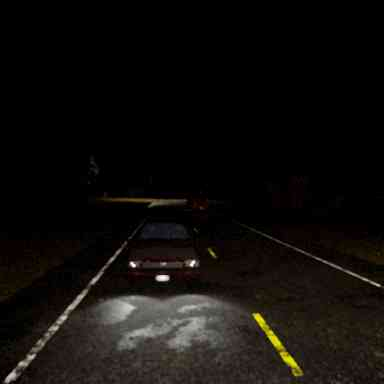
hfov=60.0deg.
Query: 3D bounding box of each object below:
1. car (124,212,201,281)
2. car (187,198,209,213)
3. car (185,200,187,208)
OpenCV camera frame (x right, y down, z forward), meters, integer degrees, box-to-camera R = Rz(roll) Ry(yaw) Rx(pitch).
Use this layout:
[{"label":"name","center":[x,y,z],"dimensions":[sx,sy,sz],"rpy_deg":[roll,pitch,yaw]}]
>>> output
[{"label":"car","center":[-0.851,1.566,10.182],"dimensions":[2.033,1.411,5.357],"rpy_deg":[0,0,-4]},{"label":"car","center":[0.818,1.550,37.901],"dimensions":[1.882,1.535,5.008],"rpy_deg":[0,0,-4]},{"label":"car","center":[0.106,1.588,47.712],"dimensions":[1.837,1.490,4.892],"rpy_deg":[0,0,-3]}]
